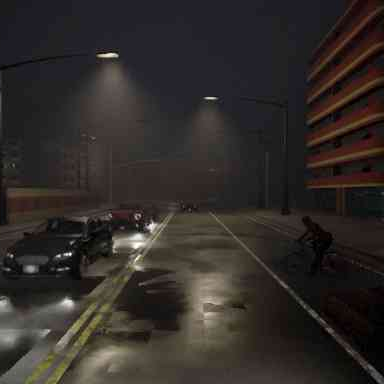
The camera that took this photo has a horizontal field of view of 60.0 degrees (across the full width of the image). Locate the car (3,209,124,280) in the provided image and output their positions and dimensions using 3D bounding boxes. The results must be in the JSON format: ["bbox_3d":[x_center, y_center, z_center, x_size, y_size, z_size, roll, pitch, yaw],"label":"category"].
[{"bbox_3d":[-3.682,1.492,10.006,2.128,1.511,4.902,0,0,-1],"label":"car"}]

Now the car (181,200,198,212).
[{"bbox_3d":[-0.264,1.598,37.777,1.895,1.301,4.718,0,0,0],"label":"car"}]

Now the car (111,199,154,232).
[{"bbox_3d":[-3.769,1.350,20.064,2.097,1.767,4.553,0,0,0],"label":"car"}]

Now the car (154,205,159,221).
[{"bbox_3d":[-3.737,1.562,26.659,1.994,1.385,4.181,0,0,-1],"label":"car"}]

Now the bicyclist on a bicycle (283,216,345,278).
[{"bbox_3d":[3.183,1.448,8.722,1.656,1.620,0.582,-2,0,-1],"label":"bicyclist on a bicycle"}]
